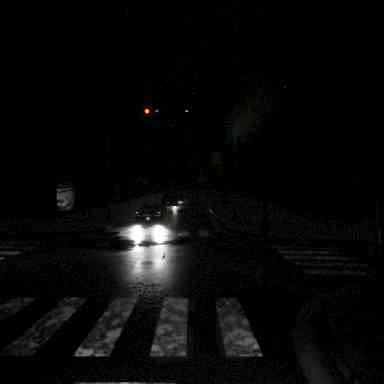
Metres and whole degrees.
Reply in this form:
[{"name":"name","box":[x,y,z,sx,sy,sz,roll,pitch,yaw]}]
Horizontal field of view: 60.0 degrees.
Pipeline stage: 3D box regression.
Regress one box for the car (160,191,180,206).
[{"name":"car","box":[-2.884,0.971,42.724,1.837,1.490,4.892,0,1,0]}]

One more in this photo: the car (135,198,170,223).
[{"name":"car","box":[-2.873,1.396,23.917,1.895,1.301,4.718,0,1,0]}]

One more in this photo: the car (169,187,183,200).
[{"name":"car","box":[-2.805,0.132,59.486,2.150,2.045,5.566,0,1,0]}]
